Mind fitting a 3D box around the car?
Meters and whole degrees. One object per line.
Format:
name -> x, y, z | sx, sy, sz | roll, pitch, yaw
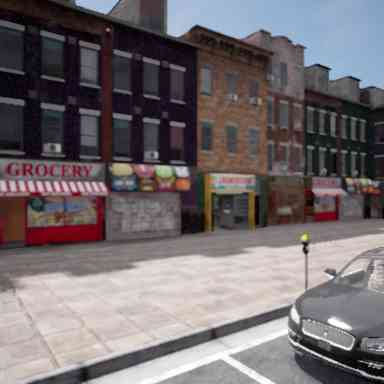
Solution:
car -> 3.343, 1.590, 5.201 | 4.403, 1.369, 2.008 | 0, -1, -35
